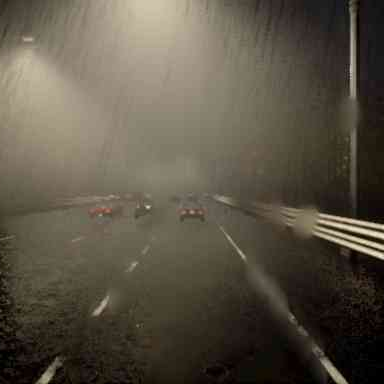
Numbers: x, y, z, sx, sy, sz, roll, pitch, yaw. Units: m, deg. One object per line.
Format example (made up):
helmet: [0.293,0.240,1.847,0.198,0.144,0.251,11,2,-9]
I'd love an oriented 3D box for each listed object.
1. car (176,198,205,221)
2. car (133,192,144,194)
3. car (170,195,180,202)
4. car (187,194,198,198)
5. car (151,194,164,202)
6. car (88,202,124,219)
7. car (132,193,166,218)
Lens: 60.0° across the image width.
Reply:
car: [0.034,1.433,25.681,2.033,1.411,5.357,0,0,1]
car: [-10.404,0.936,66.013,2.150,2.045,5.566,0,0,0]
car: [-3.410,1.279,66.729,1.994,1.385,4.181,0,0,0]
car: [0.089,1.206,66.780,2.128,1.511,4.902,0,0,0]
car: [-6.907,1.208,66.424,2.128,1.511,4.902,0,0,0]
car: [-6.949,1.479,27.494,1.895,1.301,4.718,0,0,1]
car: [-3.444,1.226,28.252,2.097,1.767,4.553,0,0,0]
